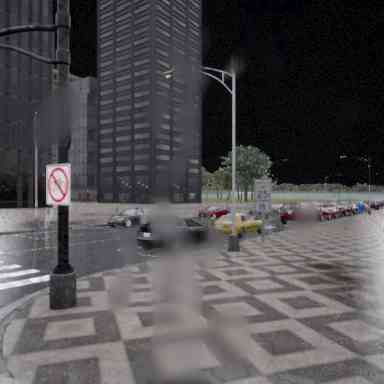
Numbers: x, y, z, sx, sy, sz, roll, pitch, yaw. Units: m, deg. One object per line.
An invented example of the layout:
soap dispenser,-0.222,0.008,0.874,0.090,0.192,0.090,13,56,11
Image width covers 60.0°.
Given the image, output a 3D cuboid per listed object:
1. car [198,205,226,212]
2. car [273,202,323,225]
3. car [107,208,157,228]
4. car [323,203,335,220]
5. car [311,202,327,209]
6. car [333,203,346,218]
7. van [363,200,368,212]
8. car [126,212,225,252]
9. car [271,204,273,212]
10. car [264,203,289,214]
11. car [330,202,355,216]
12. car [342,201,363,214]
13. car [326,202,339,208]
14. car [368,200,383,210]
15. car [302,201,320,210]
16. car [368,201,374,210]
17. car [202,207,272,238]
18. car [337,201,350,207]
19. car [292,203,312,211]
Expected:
car,2.307,2.022,33.634,1.887,1.381,4.507,-1,-2,35
car,9.243,1.794,28.685,2.192,1.841,5.009,-1,-2,35
car,-4.245,1.847,24.443,2.008,1.369,4.403,-1,-1,35
car,12.520,2.117,33.274,1.887,1.381,4.507,-1,-2,35
car,25.241,2.678,65.799,1.887,1.381,4.507,-1,-2,35
car,15.800,2.249,37.874,1.802,1.307,4.206,-1,-2,36
van,25.625,2.292,51.660,1.690,1.788,3.998,-1,-2,35
car,-0.585,1.777,14.893,1.947,1.339,4.313,-1,-2,35
car,8.859,2.215,42.823,2.008,1.369,4.403,-1,-2,35
car,12.135,2.311,47.418,2.008,1.369,4.403,-1,-2,35
car,19.073,2.307,42.465,1.887,1.381,4.507,-1,-2,35
car,22.349,2.297,47.063,1.967,1.590,4.097,-1,-2,35
car,31.794,2.897,74.989,1.802,1.307,4.206,-1,-2,35
car,35.456,2.542,65.447,2.192,1.841,5.009,-1,-2,35
car,21.964,2.482,61.206,1.967,1.590,4.097,-1,-2,35
car,28.903,2.595,56.251,2.008,1.369,4.403,-1,-2,35
car,2.790,1.827,19.627,1.752,1.417,4.829,-1,-2,35
car,38.347,3.043,84.179,2.008,1.369,4.403,-1,-2,35
car,18.688,2.500,56.609,2.008,1.369,4.403,-1,-2,35
